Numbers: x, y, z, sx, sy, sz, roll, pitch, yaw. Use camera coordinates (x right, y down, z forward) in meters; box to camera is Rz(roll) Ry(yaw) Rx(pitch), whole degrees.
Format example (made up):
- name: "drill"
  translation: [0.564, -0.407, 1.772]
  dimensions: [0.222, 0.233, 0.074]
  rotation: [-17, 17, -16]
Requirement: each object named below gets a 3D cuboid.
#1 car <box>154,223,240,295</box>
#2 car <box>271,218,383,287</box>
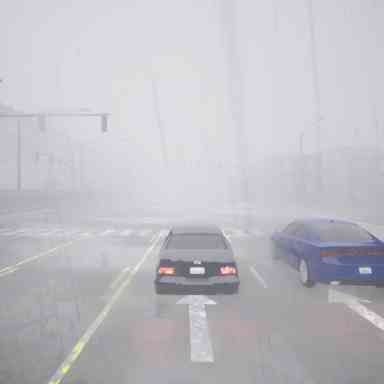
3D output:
- name: "car"
  translation: [0.098, 1.547, 8.852]
  dimensions: [2.033, 1.411, 5.357]
  rotation: [0, 0, 0]
- name: "car"
  translation: [3.600, 1.478, 9.376]
  dimensions: [1.882, 1.535, 5.008]
  rotation: [0, 0, 0]
